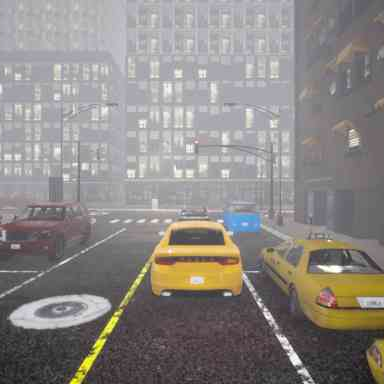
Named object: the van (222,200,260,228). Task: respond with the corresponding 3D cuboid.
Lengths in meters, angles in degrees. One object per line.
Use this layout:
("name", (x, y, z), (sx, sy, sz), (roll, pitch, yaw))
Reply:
("van", (2.597, 1.346, 18.122), (1.690, 1.788, 3.998), (0, 0, 0))

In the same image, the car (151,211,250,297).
("car", (0.112, 1.479, 8.623), (1.882, 1.535, 5.008), (0, 0, 0))

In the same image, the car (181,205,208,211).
("car", (0.133, 1.497, 19.095), (2.128, 1.511, 4.902), (0, 0, 0))

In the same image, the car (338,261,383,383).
("car", (2.570, 1.525, 1.372), (1.752, 1.417, 4.829), (0, 0, 0))

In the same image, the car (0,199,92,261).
("car", (-5.292, 1.318, 12.495), (2.192, 1.841, 5.009), (0, 0, 0))

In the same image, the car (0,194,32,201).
("car", (-20.815, 1.112, 38.136), (5.009, 1.841, 2.192), (1, -1, 0))

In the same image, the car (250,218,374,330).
("car", (2.579, 1.527, 7.012), (1.752, 1.417, 4.829), (0, 0, 0))
